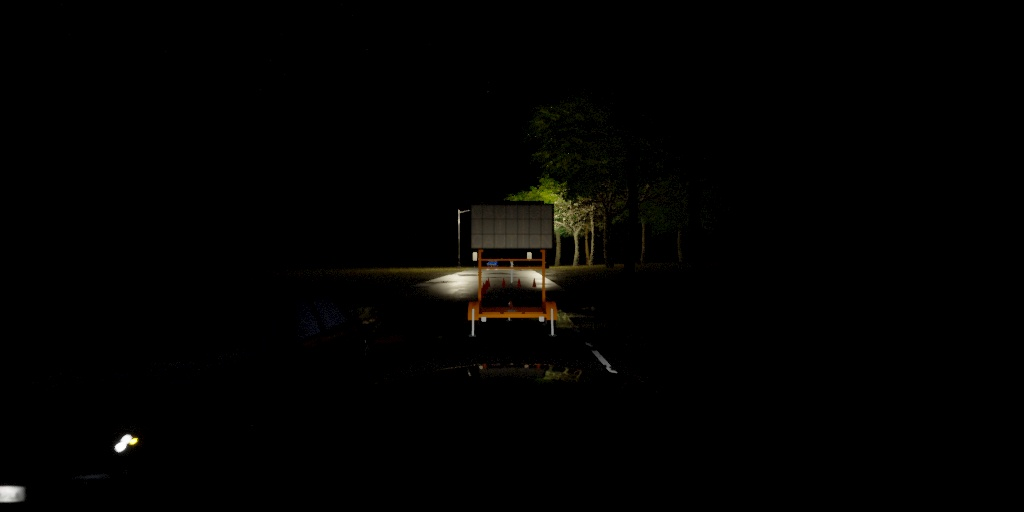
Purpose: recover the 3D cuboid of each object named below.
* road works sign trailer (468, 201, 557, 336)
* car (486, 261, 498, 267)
[{"bbox_3d":[-0.008,0.222,10.379,2.380,3.560,2.880,0,0,-1],"label":"road works sign trailer"},{"bbox_3d":[-3.684,1.458,58.399,2.033,1.411,5.357,0,0,1],"label":"car"}]
